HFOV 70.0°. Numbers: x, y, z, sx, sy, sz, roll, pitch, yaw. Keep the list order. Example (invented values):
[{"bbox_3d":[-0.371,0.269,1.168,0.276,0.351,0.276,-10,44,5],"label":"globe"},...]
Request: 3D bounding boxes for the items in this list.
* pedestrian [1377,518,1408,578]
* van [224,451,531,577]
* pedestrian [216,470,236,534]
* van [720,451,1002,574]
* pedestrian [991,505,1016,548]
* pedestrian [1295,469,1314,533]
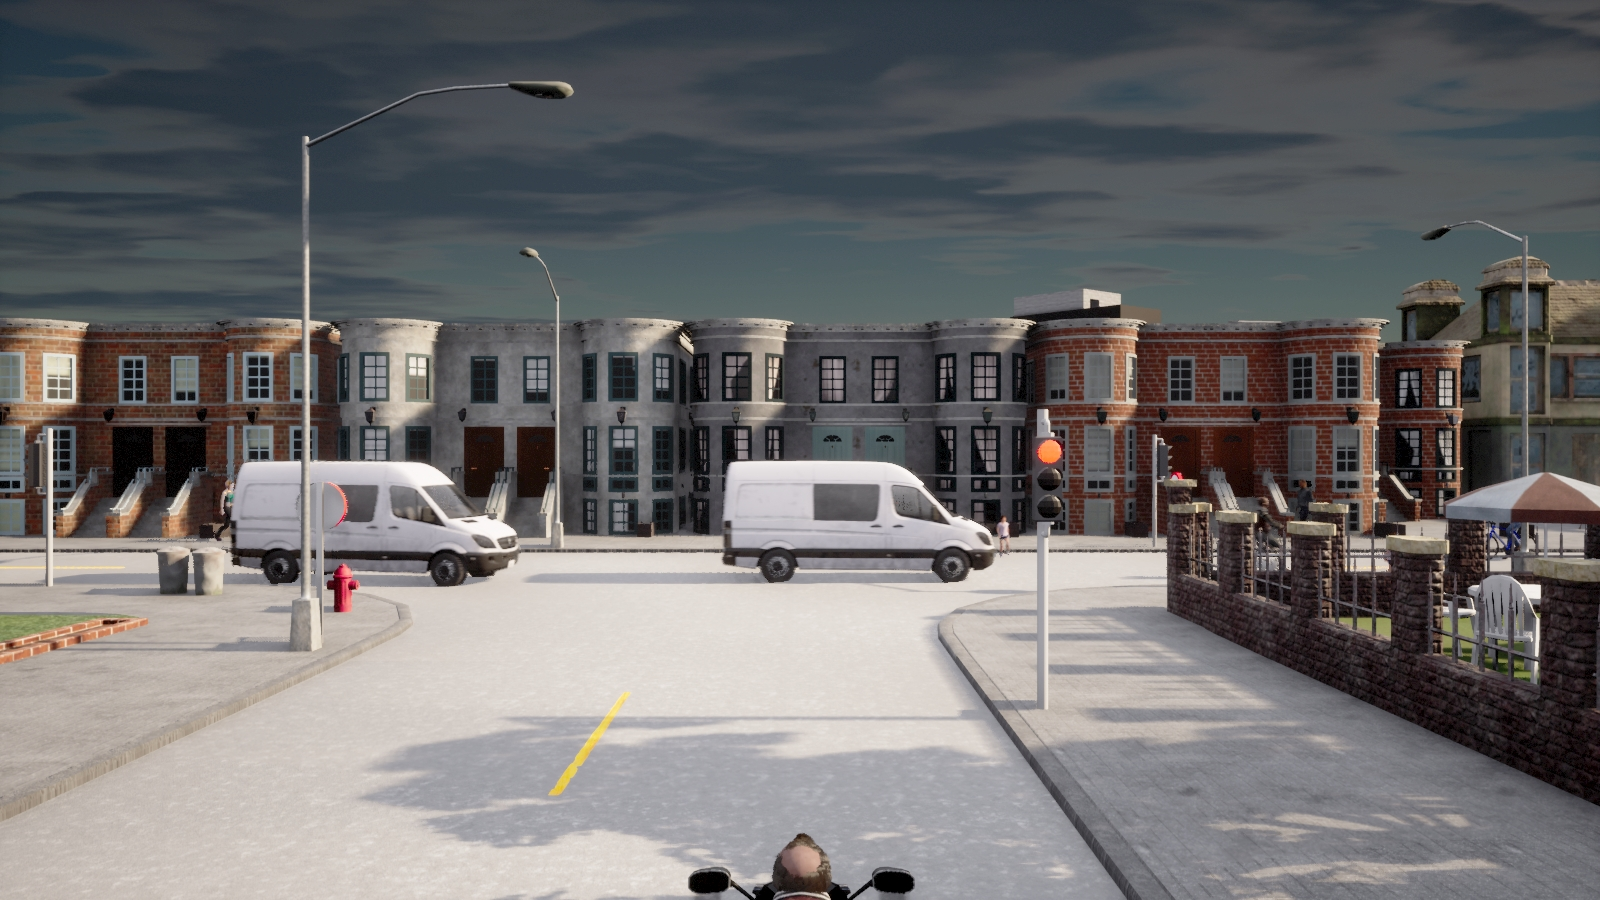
[{"bbox_3d":[11.485,1.887,22.156,0.500,1.100,0.500,0,0,24],"label":"pedestrian"},{"bbox_3d":[-8.964,1.305,24.457,5.915,2.561,1.988,0,0,8],"label":"van"},{"bbox_3d":[-16.824,1.511,33.500,0.375,1.860,0.375,0,0,7],"label":"pedestrian"},{"bbox_3d":[1.274,1.305,24.919,5.915,2.561,1.988,0,0,0],"label":"van"},{"bbox_3d":[5.310,1.997,29.837,0.500,1.100,0.500,0,0,-7],"label":"pedestrian"},{"bbox_3d":[14.885,1.502,33.716,0.375,1.860,0.375,0,0,-11],"label":"pedestrian"}]
